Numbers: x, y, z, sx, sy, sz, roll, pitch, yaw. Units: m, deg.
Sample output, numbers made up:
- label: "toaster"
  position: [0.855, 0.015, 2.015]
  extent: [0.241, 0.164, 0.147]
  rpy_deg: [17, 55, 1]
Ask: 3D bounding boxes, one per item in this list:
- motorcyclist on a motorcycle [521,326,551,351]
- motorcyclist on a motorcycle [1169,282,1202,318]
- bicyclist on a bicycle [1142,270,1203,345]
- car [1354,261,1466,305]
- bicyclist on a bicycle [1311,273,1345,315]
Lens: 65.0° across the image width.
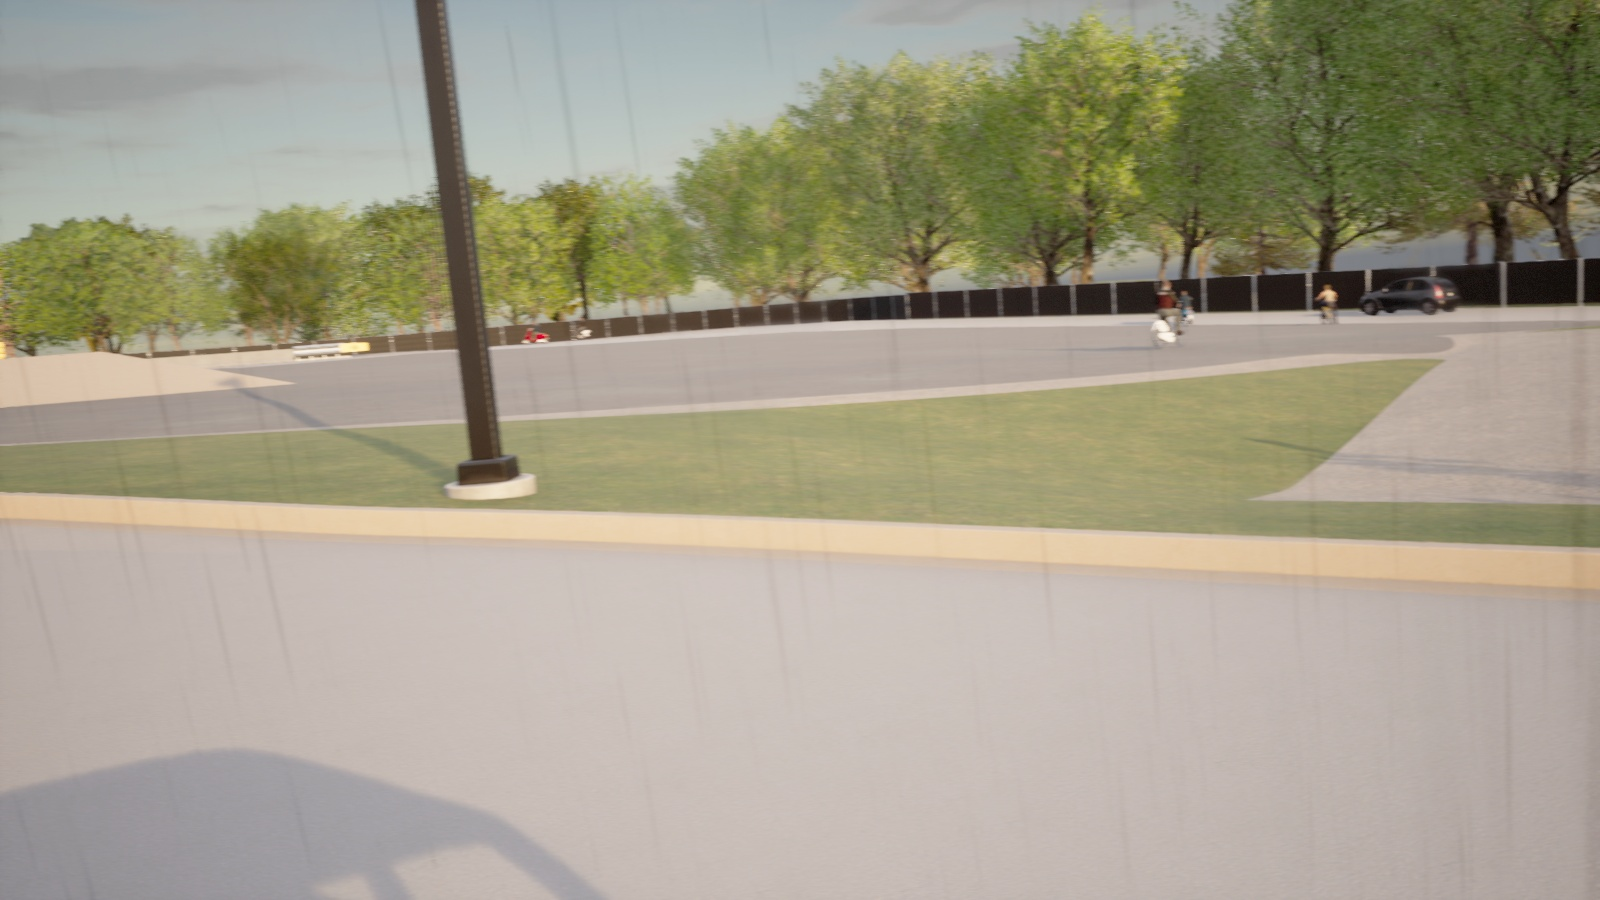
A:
- label: "motorcyclist on a motorcycle"
  position: [-18.674, -7.928, 88.914]
  extent: [1.817, 1.590, 0.866]
  rpy_deg: [-5, 7, -4]
- label: "motorcyclist on a motorcycle"
  position: [18.449, -7.174, 60.104]
  extent: [0.866, 1.590, 1.817]
  rpy_deg: [-6, 8, -1]
- label: "bicyclist on a bicycle"
  position: [9.566, -3.662, 32.202]
  extent: [0.659, 1.776, 1.843]
  rpy_deg: [1, 8, 44]
- label: "car"
  position: [26.728, -7.309, 55.120]
  extent: [1.851, 1.617, 3.988]
  rpy_deg: [-11, 10, -33]
- label: "bicyclist on a bicycle"
  position: [21.462, -6.312, 51.031]
  extent: [0.866, 1.612, 1.509]
  rpy_deg: [-3, 5, 7]
